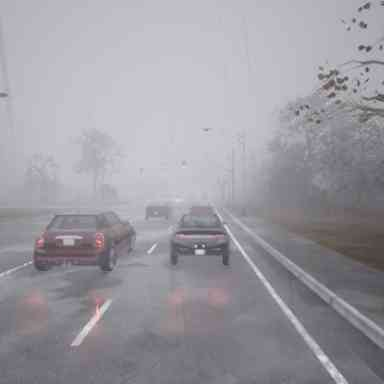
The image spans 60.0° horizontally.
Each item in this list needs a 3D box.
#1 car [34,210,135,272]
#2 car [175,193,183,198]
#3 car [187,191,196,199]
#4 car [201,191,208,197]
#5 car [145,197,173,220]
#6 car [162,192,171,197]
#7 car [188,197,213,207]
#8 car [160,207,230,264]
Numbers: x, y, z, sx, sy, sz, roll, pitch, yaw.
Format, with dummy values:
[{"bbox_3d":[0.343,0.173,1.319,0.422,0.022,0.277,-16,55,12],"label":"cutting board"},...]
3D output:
[{"bbox_3d":[-3.247,1.351,10.977,2.097,1.767,4.553,0,0,1],"label":"car"},{"bbox_3d":[-3.534,0.941,91.993,2.128,1.511,4.902,0,3,3],"label":"car"},{"bbox_3d":[-0.270,1.104,86.609,1.812,1.442,4.674,0,3,3],"label":"car"},{"bbox_3d":[3.208,1.125,86.038,2.033,1.411,5.357,0,3,3],"label":"car"},{"bbox_3d":[-2.723,1.478,28.390,1.882,1.535,5.008,0,0,2],"label":"car"},{"bbox_3d":[-7.029,0.768,92.170,2.097,1.767,4.553,0,3,3],"label":"car"},{"bbox_3d":[0.778,1.480,28.344,1.882,1.535,5.008,0,0,2],"label":"car"},{"bbox_3d":[0.270,1.491,11.806,2.128,1.511,4.902,0,0,1],"label":"car"}]
